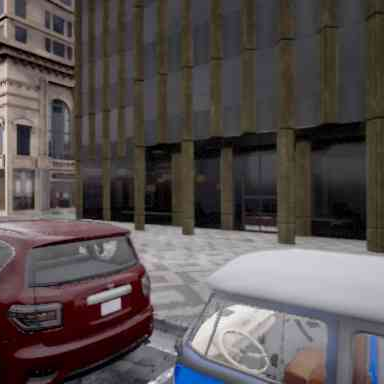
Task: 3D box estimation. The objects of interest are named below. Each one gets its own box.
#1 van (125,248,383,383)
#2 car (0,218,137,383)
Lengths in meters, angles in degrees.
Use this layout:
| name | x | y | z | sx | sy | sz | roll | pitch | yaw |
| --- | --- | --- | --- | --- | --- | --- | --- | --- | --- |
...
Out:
| name | x | y | z | sx | sy | sz | roll | pitch | yaw |
| --- | --- | --- | --- | --- | --- | --- | --- | --- | --- |
| van | 1.681 | 1.341 | 1.771 | 3.998 | 1.788 | 1.690 | 0 | 0 | 35 |
| car | -2.817 | 1.320 | 4.980 | 5.009 | 1.841 | 2.192 | 0 | 0 | 35 |
